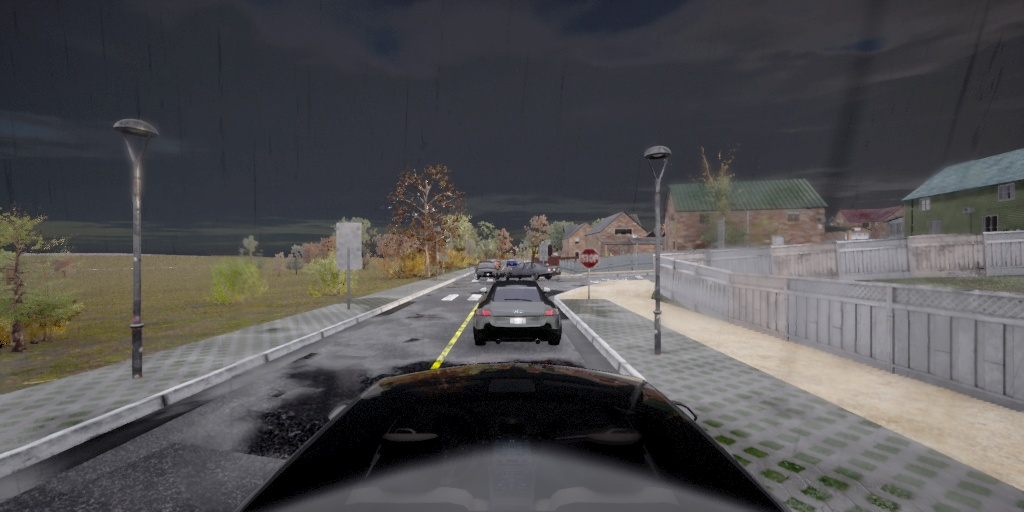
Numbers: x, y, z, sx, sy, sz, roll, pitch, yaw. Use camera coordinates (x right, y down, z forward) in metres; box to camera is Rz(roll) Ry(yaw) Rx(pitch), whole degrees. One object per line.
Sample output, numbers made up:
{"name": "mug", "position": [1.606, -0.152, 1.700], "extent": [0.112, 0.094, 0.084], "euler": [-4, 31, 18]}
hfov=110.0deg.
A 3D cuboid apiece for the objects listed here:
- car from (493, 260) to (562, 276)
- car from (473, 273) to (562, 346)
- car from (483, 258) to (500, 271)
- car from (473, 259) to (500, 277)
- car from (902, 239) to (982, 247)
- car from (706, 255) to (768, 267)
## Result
{"name": "car", "position": [1.315, 1.198, 28.468], "extent": [5.357, 1.411, 2.033], "euler": [-4, -3, 43]}
{"name": "car", "position": [0.096, 1.313, 9.453], "extent": [1.994, 1.385, 4.181], "euler": [0, 0, -1]}
{"name": "car", "position": [-2.887, 1.121, 51.194], "extent": [2.097, 1.767, 4.553], "euler": [0, 0, 1]}
{"name": "car", "position": [-2.274, 1.258, 31.377], "extent": [1.837, 1.490, 4.892], "euler": [0, 0, -8]}
{"name": "car", "position": [23.873, -0.208, 20.441], "extent": [4.902, 1.511, 2.128], "euler": [-3, 0, 14]}
{"name": "car", "position": [14.370, 0.413, 22.855], "extent": [4.181, 1.385, 1.994], "euler": [-3, 0, 16]}
